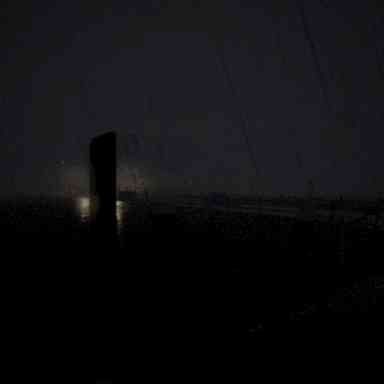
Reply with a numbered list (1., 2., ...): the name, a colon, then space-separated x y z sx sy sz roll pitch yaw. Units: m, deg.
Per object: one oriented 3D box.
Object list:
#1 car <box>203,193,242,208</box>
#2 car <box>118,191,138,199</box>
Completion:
1. car: 3.241 0.853 35.605 1.882 1.535 5.008 0 1 -35
2. car: -10.624 0.511 55.147 1.994 1.385 4.181 0 1 -35
